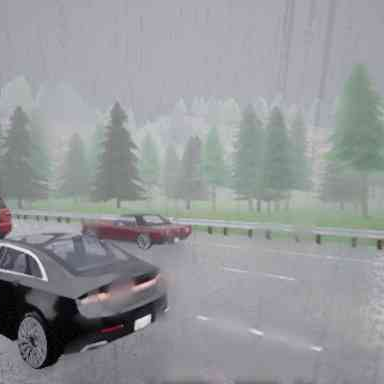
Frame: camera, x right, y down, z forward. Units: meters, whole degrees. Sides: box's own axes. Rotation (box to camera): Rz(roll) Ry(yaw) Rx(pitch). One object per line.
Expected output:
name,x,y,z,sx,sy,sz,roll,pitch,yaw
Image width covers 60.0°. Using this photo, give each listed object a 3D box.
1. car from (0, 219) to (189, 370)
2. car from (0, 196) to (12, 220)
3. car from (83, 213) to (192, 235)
car,-2.643,1.460,5.665,4.902,1.511,2.128,0,0,34
car,-10.266,1.129,14.646,5.566,2.045,2.150,0,0,31
car,-2.461,1.534,13.925,4.718,1.301,1.895,0,0,33
